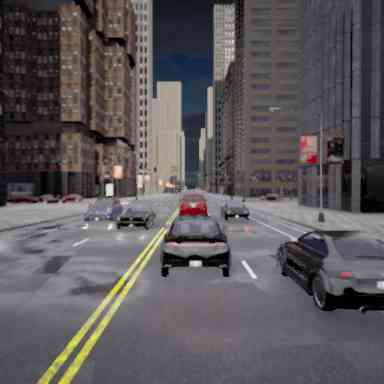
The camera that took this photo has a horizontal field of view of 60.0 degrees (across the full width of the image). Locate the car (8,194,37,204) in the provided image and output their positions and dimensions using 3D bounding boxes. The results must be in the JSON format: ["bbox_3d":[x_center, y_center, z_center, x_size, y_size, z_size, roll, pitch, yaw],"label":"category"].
[{"bbox_3d":[-30.138,1.260,59.712,5.009,1.841,2.192,0,1,0],"label":"car"}]

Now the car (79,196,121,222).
[{"bbox_3d":[-6.591,1.277,25.273,2.097,1.767,4.553,0,0,0],"label":"car"}]

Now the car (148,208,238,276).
[{"bbox_3d":[0.092,1.465,10.270,2.128,1.511,4.902,0,0,0],"label":"car"}]

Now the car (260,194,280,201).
[{"bbox_3d":[16.701,1.088,71.356,4.097,1.590,1.967,0,1,0],"label":"car"}]

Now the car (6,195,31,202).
[{"bbox_3d":[-35.561,1.390,68.240,4.206,1.307,1.802,0,1,0],"label":"car"}]

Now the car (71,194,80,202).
[{"bbox_3d":[-24.712,1.209,68.240,4.097,1.590,1.967,0,1,0],"label":"car"}]

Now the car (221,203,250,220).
[{"bbox_3d":[3.351,1.521,26.896,1.895,1.301,4.718,0,0,0],"label":"car"}]

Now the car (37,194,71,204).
[{"bbox_3d":[-24.711,1.491,59.719,4.313,1.339,1.947,0,1,0],"label":"car"}]

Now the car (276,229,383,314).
[{"bbox_3d":[3.329,1.544,7.662,1.994,1.385,4.181,0,0,0],"label":"car"}]

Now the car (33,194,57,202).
[{"bbox_3d":[-30.137,1.228,68.239,4.097,1.590,1.967,0,1,0],"label":"car"}]

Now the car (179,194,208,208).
[{"bbox_3d":[0.105,1.140,27.383,2.150,2.045,5.566,0,0,0],"label":"car"}]

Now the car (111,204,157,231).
[{"bbox_3d":[-3.345,1.543,20.514,1.895,1.301,4.718,0,0,0],"label":"car"}]
